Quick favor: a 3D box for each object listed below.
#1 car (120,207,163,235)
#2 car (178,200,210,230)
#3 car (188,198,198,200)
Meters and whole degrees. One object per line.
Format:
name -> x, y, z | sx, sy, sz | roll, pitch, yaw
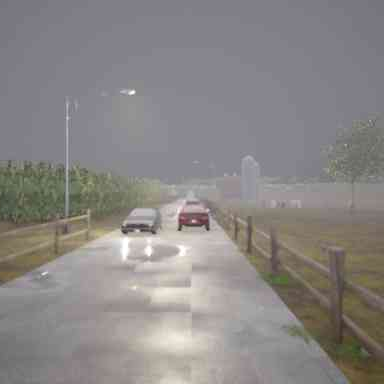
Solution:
car -> -2.752, 1.599, 19.451 | 2.033, 1.411, 5.357 | 0, 0, 0
car -> 0.108, 1.533, 21.522 | 1.882, 1.535, 5.008 | 0, 0, 0
car -> 0.119, 1.566, 44.995 | 1.882, 1.535, 5.008 | 0, 0, 0
